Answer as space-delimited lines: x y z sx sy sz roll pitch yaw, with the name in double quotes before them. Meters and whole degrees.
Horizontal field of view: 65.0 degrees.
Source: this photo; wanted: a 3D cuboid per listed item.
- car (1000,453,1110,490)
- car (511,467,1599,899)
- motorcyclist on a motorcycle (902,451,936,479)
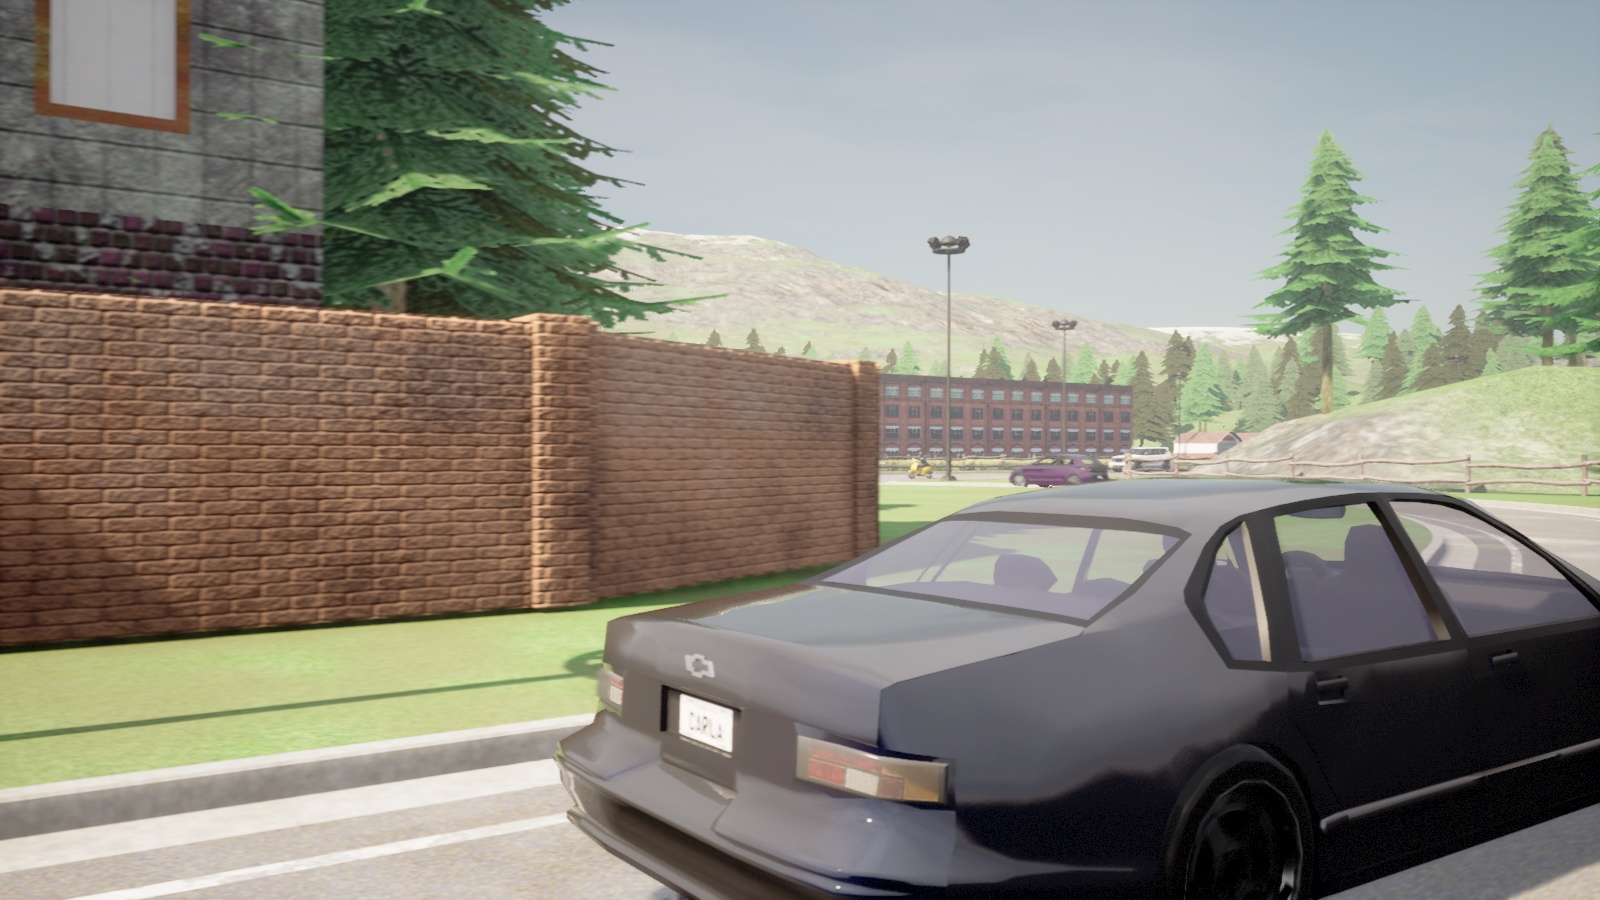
"car" 10.485 0.863 51.775 1.816 1.474 4.193 0 0 -42
"car" 1.809 0.801 4.917 5.357 1.411 2.033 0 0 -35
"motorcyclist on a motorcycle" 6.798 0.860 71.876 1.817 1.590 0.866 0 0 -35
